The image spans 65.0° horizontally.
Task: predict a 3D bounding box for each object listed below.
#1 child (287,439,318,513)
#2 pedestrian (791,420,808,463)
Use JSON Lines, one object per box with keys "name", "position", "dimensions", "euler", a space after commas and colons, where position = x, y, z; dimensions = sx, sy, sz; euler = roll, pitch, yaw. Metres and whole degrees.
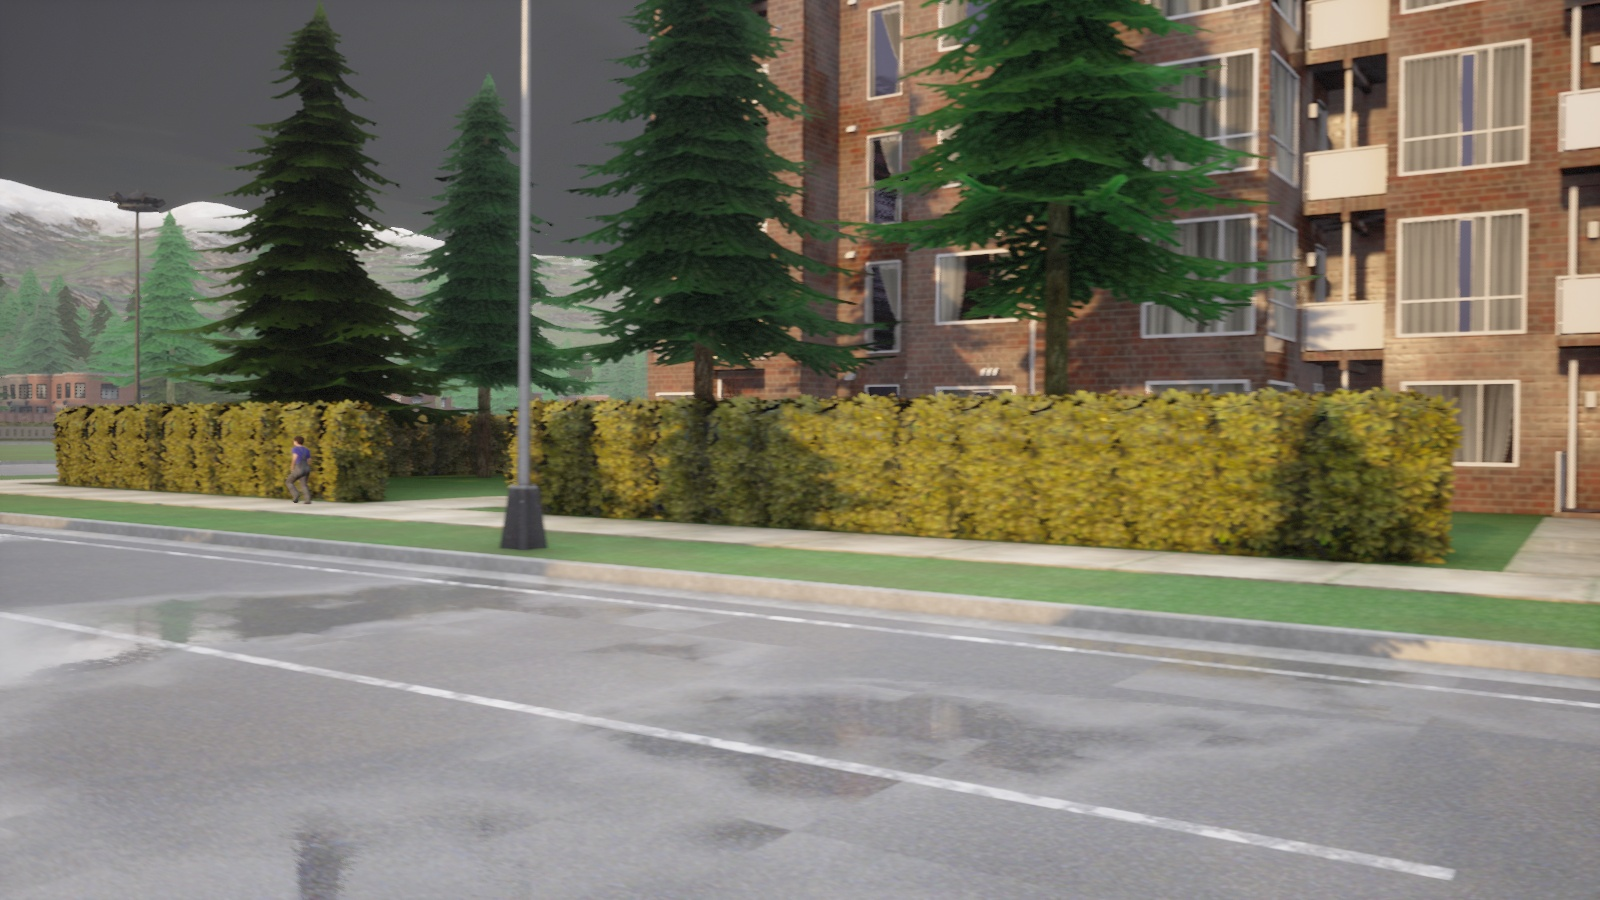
{"name": "child", "position": [-8.646, 0.451, 21.819], "dimensions": [0.437, 1.263, 0.270], "euler": [0, 1, 31]}
{"name": "pedestrian", "position": [-0.032, -0.401, 58.314], "dimensions": [0.423, 1.949, 0.788], "euler": [0, 1, 34]}
